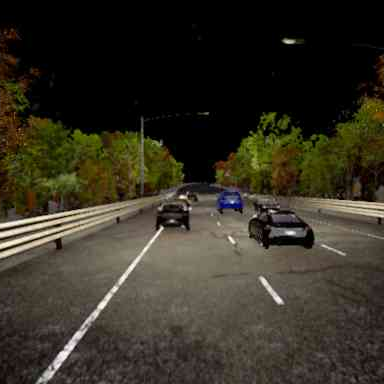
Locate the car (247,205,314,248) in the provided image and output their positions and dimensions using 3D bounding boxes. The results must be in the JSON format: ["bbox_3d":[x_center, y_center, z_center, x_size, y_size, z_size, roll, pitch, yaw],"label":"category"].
[{"bbox_3d":[3.609,1.458,14.161,1.994,1.385,4.181,0,0,0],"label":"car"}]

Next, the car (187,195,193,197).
[{"bbox_3d":[-1.030,1.285,29.749,1.837,1.490,4.892,0,0,0],"label":"car"}]

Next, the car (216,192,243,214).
[{"bbox_3d":[3.623,0.980,32.533,2.150,2.045,5.566,0,0,0],"label":"car"}]

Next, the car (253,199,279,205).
[{"bbox_3d":[7.120,1.363,32.014,1.895,1.301,4.718,0,0,0],"label":"car"}]

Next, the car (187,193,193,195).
[{"bbox_3d":[-1.027,1.189,35.940,1.801,1.575,5.366,0,0,0],"label":"car"}]

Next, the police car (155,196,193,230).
[{"bbox_3d":[-1.037,1.277,19.856,1.930,1.638,5.238,0,0,0],"label":"police car"}]

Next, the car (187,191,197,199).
[{"bbox_3d":[0.048,0.621,73.451,2.097,1.767,4.553,0,1,0],"label":"car"}]

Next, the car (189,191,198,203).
[{"bbox_3d":[0.036,1.070,55.029,1.882,1.535,5.008,0,0,0],"label":"car"}]
